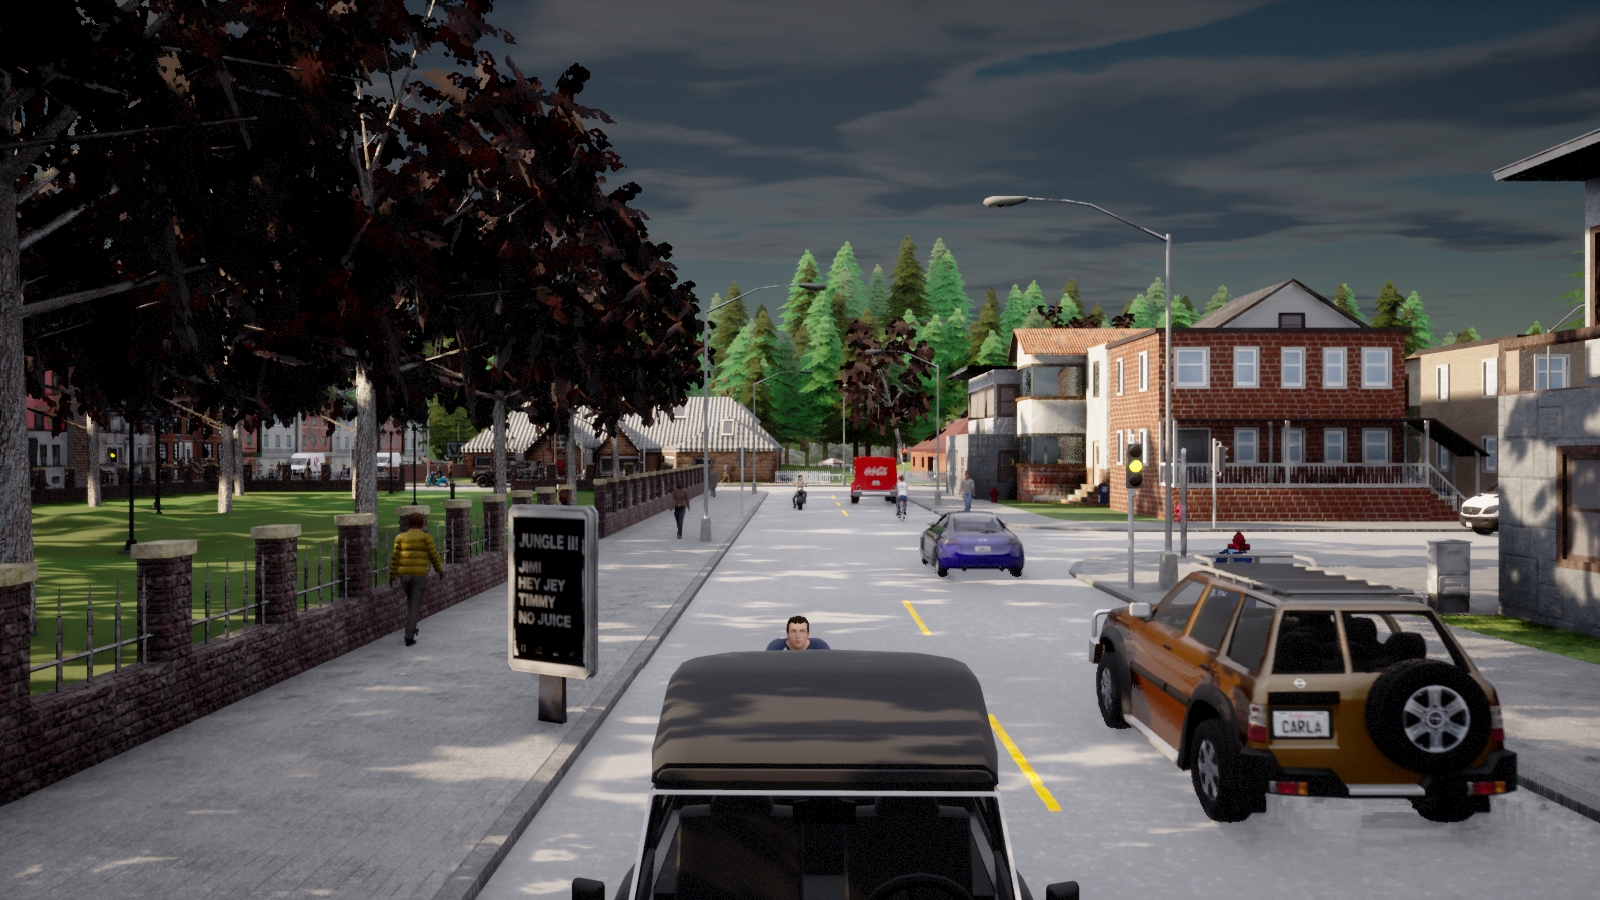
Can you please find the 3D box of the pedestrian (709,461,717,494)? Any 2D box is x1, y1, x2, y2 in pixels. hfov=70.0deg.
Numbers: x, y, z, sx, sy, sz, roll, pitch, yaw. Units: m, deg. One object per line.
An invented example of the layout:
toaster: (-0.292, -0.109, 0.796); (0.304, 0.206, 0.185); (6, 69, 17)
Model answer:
pedestrian: (-4.981, 1.551, 65.329); (0.375, 1.860, 0.375); (0, 0, 10)

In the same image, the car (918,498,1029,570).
car: (4.000, 1.910, 26.969); (1.994, 1.385, 4.181); (0, 0, 0)

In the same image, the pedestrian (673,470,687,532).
pedestrian: (-3.633, 1.539, 34.538); (0.375, 1.860, 0.375); (0, 0, 0)

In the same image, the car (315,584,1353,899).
car: (0.090, 1.640, 4.031); (1.905, 1.878, 3.866); (0, 0, 1)

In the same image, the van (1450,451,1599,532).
van: (24.712, 1.329, 37.232); (5.915, 2.561, 1.988); (0, 0, 0)

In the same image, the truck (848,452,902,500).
truck: (3.969, 1.372, 61.570); (2.627, 2.467, 5.204); (0, 0, 1)

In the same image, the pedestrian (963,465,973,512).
pedestrian: (6.748, 1.534, 45.861); (0.375, 1.860, 0.375); (0, 0, 14)

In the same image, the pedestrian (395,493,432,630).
pedestrian: (-5.352, 1.532, 15.817); (0.375, 1.860, 0.375); (0, 0, 1)

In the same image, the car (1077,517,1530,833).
car: (3.944, 1.649, 9.991); (1.932, 1.855, 4.605); (0, 0, 0)
